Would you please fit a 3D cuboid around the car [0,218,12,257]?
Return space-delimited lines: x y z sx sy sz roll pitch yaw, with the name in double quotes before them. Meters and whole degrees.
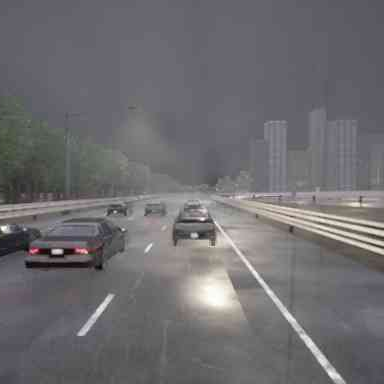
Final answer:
"car" -6.903 1.557 10.868 2.033 1.411 5.357 0 0 0

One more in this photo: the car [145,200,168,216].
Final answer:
"car" -3.410 1.520 32.257 2.128 1.511 4.902 0 0 0

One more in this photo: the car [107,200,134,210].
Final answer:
"car" -6.909 1.534 32.404 1.837 1.490 4.892 0 0 0

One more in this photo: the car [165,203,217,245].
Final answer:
"car" 0.095 1.505 15.519 2.128 1.511 4.902 0 0 0

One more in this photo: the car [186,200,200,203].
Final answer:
"car" 0.091 1.556 33.385 1.812 1.442 4.674 0 0 0

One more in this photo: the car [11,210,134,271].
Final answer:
"car" -3.403 1.557 10.905 2.033 1.411 5.357 0 0 0
